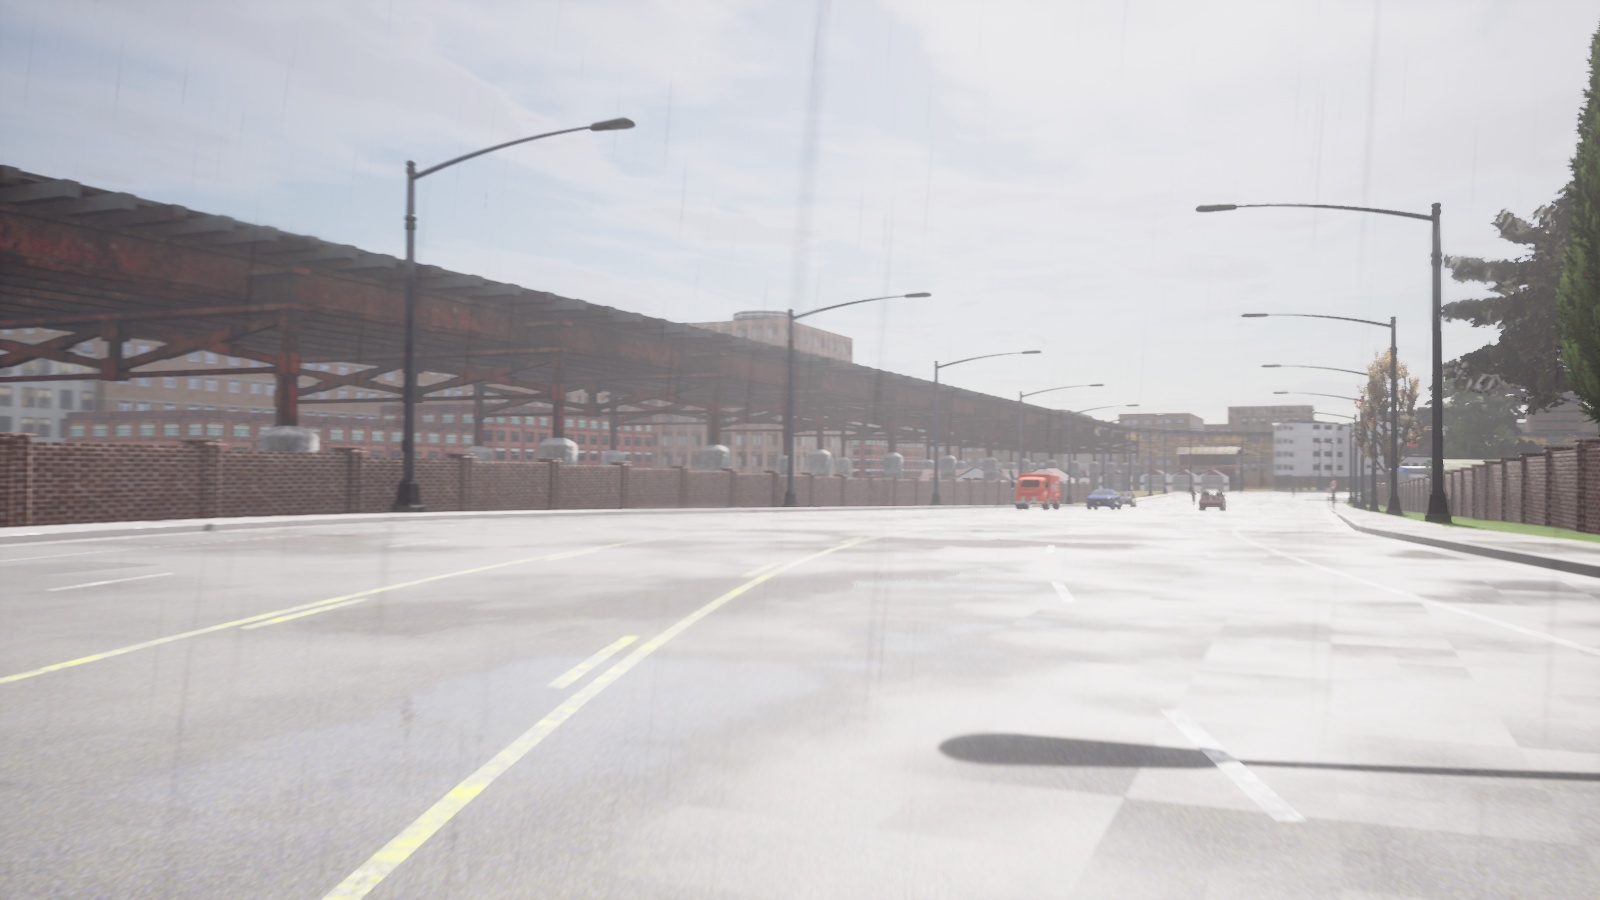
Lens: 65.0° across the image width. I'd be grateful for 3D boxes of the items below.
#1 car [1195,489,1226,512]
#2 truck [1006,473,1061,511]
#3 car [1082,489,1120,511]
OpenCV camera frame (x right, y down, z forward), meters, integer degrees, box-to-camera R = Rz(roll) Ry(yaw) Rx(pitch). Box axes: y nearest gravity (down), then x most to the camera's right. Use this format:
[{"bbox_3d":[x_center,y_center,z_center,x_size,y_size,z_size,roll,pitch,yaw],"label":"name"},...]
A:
[{"bbox_3d":[30.616,3.754,93.581,1.851,1.617,3.988,0,-2,22],"label":"car"},{"bbox_3d":[15.928,2.881,85.462,2.627,2.467,5.204,0,-2,22],"label":"truck"},{"bbox_3d":[21.642,3.591,90.158,1.882,1.535,5.008,0,-2,22],"label":"car"}]
